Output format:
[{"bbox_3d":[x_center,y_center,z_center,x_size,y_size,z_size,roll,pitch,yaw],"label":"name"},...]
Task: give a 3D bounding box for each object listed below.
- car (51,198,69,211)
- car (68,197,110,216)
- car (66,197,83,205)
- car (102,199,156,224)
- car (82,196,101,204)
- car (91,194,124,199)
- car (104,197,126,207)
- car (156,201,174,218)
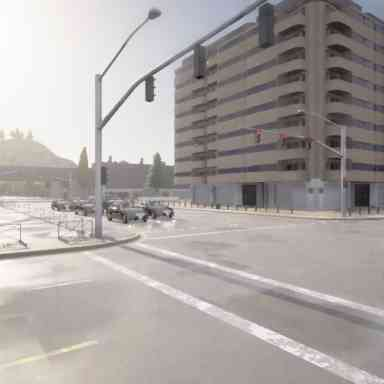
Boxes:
[{"bbox_3d":[-16.146,1.547,41.402,2.128,1.511,4.902,0,0,-35],"label":"car"},{"bbox_3d":[-10.341,1.547,33.186,2.128,1.511,4.902,0,0,-35],"label":"car"},{"bbox_3d":[-22.039,1.619,62.167,1.994,1.385,4.181,0,0,-35],"label":"car"},{"bbox_3d":[-5.094,1.547,25.773,2.128,1.511,4.902,0,0,-35],"label":"car"},{"bbox_3d":[-19.630,1.533,64.822,1.882,1.535,5.008,0,0,-35],"label":"car"},{"bbox_3d":[-9.127,1.277,37.528,2.150,2.045,5.566,0,0,-35],"label":"car"},{"bbox_3d":[-12.781,1.581,55.147,1.812,1.442,4.674,0,0,-35],"label":"car"},{"bbox_3d":[-3.427,1.547,29.477,2.128,1.511,4.902,0,0,-35],"label":"car"}]
